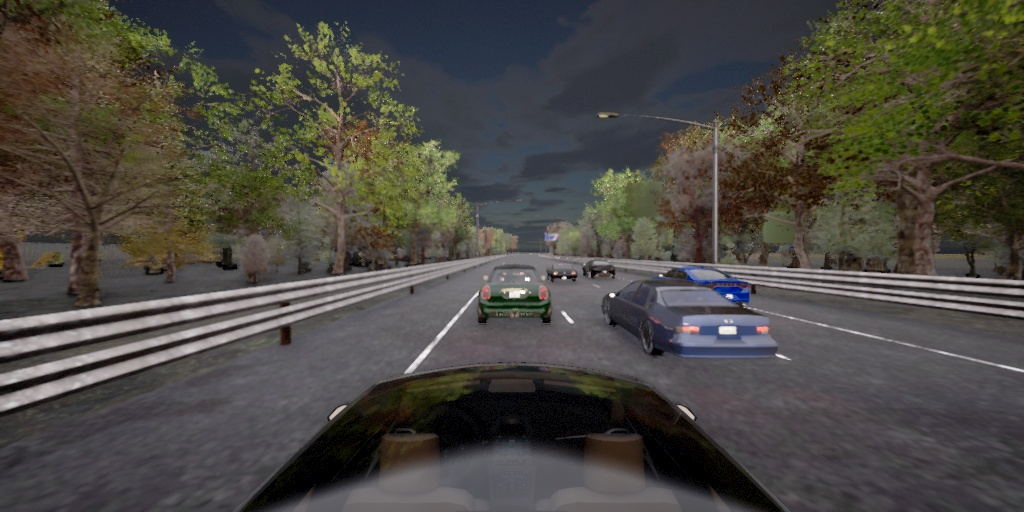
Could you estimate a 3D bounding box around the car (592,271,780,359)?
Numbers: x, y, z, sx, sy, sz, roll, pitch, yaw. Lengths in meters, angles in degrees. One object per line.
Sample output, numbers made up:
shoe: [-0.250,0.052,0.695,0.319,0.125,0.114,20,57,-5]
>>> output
car: [3.564,1.255,8.414,2.033,1.411,5.357,0,0,0]

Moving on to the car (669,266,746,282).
car: [7.085,1.147,14.172,1.882,1.535,5.008,0,0,0]

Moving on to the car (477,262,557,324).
car: [0.078,1.039,11.835,2.097,1.767,4.553,0,1,0]

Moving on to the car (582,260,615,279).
car: [7.083,1.043,29.800,1.882,1.535,5.008,0,0,0]

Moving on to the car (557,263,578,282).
car: [3.577,1.188,26.628,1.895,1.301,4.718,0,0,0]
